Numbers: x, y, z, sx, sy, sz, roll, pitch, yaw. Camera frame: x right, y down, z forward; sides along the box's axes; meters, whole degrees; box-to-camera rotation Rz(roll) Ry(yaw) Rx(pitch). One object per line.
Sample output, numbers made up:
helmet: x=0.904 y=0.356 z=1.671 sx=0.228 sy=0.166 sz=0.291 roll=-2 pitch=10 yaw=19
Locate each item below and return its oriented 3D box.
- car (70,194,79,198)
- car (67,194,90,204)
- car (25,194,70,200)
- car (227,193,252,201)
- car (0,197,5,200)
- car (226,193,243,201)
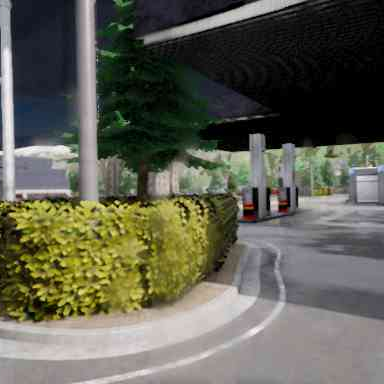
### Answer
car: x=-23.991 y=1.409 z=63.749 sx=3.866 sy=1.878 sz=1.905 roll=-1 pitch=0 yaw=35
car: x=-22.643 y=1.391 z=66.356 sx=4.605 sy=1.855 sz=1.932 roll=-1 pitch=0 yaw=35
car: x=-14.547 y=1.340 z=33.453 sx=3.866 sy=1.878 sz=1.905 roll=-1 pitch=0 yaw=35
car: x=9.458 y=0.966 z=66.346 sx=4.514 sy=1.523 sz=2.007 roll=-1 pitch=0 yaw=35
car: x=-31.400 y=1.683 z=53.322 sx=5.027 sy=1.636 sz=2.152 roll=-1 pitch=0 yaw=35
car: x=7.684 y=1.005 z=63.759 sx=5.027 sy=1.636 sz=2.152 roll=-1 pitch=0 yaw=35
